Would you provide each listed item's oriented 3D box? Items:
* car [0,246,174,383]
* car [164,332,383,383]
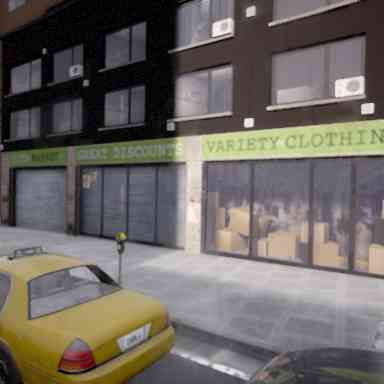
[{"bbox_3d":[-2.506,1.461,4.798,4.829,1.417,1.752,1,1,35],"label":"car"},{"bbox_3d":[2.233,1.564,1.532,4.403,1.369,2.008,1,1,35],"label":"car"}]
